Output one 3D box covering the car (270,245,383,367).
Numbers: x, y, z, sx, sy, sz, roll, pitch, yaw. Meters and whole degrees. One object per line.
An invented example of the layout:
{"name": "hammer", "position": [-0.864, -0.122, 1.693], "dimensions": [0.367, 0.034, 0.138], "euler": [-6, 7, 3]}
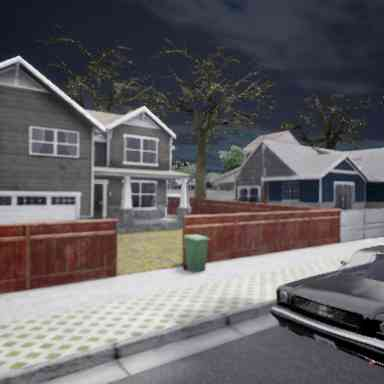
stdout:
{"name": "car", "position": [3.514, 1.645, 5.608], "dimensions": [4.718, 1.301, 1.895], "euler": [1, 0, -36]}
